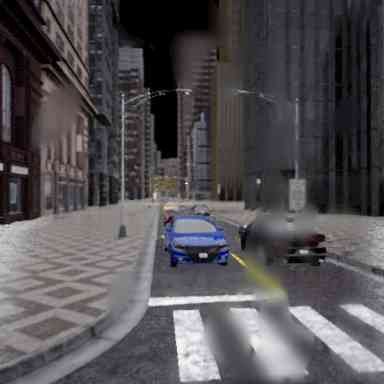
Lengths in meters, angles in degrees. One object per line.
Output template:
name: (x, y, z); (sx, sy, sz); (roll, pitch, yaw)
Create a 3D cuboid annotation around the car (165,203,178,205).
car: (-2.401, 1.988, 39.006); (1.882, 1.535, 5.008); (0, 0, -5)

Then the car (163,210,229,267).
car: (0.022, 1.642, 12.336); (1.882, 1.535, 5.008); (0, -1, -7)

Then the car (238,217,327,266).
car: (3.060, 1.638, 12.263); (1.882, 1.535, 5.008); (0, 0, -6)

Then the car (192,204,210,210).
car: (0.869, 2.043, 36.868); (1.994, 1.385, 4.181); (0, -1, -5)

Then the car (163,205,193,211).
car: (-1.249, 1.946, 26.164); (1.895, 1.301, 4.718); (0, -1, -5)
